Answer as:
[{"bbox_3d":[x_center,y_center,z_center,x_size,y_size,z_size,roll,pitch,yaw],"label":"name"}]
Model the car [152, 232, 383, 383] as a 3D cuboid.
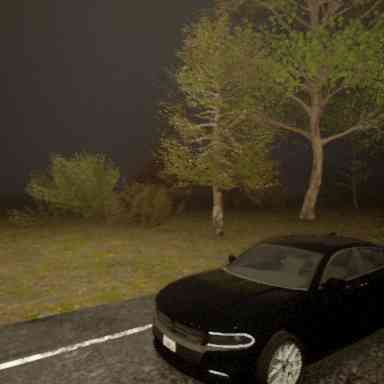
[{"bbox_3d":[1.773,1.455,5.250,5.008,1.535,1.882,0,0,-36],"label":"car"}]
